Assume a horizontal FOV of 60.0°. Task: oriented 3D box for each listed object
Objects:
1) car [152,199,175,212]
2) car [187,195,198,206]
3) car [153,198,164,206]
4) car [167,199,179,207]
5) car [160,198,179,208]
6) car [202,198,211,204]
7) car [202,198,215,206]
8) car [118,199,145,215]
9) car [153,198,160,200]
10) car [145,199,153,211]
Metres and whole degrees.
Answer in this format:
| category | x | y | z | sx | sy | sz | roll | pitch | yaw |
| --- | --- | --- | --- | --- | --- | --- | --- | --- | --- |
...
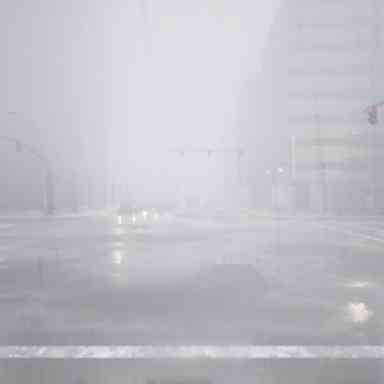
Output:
| category | x | y | z | sx | sy | sz | roll | pitch | yaw |
| --- | --- | --- | --- | --- | --- | --- | --- | --- | --- |
| car | -3.577 | 1.917 | 42.943 | 1.895 | 1.301 | 4.718 | 0 | 0 | 0 |
| car | 0.101 | 1.704 | 66.544 | 2.150 | 2.045 | 5.566 | 0 | -1 | 0 |
| car | -6.999 | 2.024 | 68.989 | 1.812 | 1.442 | 4.674 | 0 | 0 | 0 |
| car | -3.548 | 2.025 | 62.874 | 1.994 | 1.385 | 4.181 | 0 | 0 | 1 |
| car | -3.571 | 1.861 | 52.192 | 1.882 | 1.535 | 5.008 | 0 | 0 | 0 |
| car | 3.501 | 2.182 | 79.989 | 1.895 | 1.301 | 4.718 | 0 | 0 | 0 |
| car | 3.601 | 2.091 | 66.774 | 1.895 | 1.301 | 4.718 | 0 | 0 | 0 |
| car | -7.088 | 1.634 | 38.276 | 2.097 | 1.767 | 4.553 | 0 | 0 | 0 |
| car | -7.077 | 1.900 | 57.473 | 1.882 | 1.535 | 5.008 | 0 | 0 | 0 |
| car | -7.088 | 1.948 | 47.265 | 1.895 | 1.301 | 4.718 | 0 | 0 | 0 |
